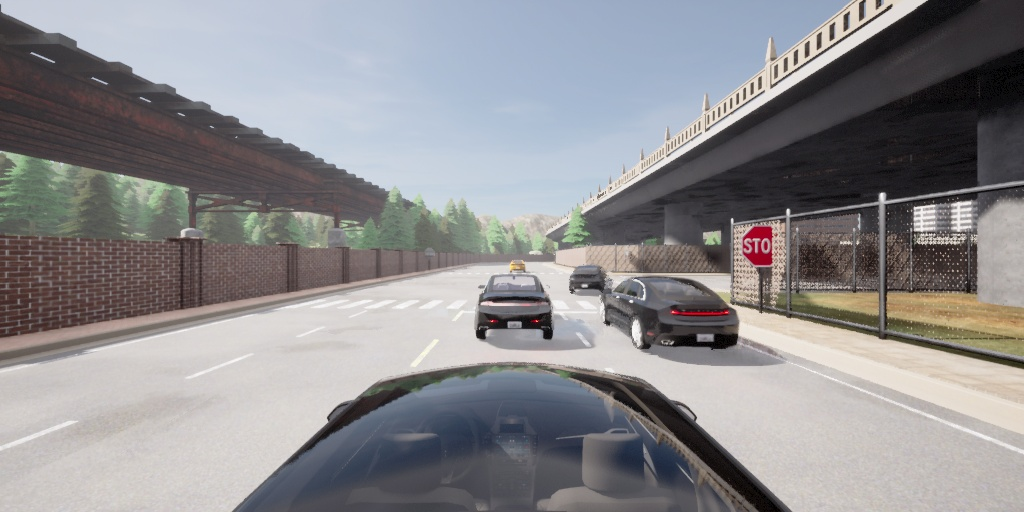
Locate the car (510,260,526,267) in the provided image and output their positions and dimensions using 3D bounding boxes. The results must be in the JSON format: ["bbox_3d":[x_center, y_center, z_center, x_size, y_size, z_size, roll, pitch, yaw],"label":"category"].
[{"bbox_3d":[0.723,1.228,44.740,1.882,1.535,5.008,0,0,1],"label":"car"}]

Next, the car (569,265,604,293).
[{"bbox_3d":[4.527,1.255,20.465,1.837,1.490,4.892,-1,0,20],"label":"car"}]

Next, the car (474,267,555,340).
[{"bbox_3d":[0.057,1.242,10.000,2.128,1.511,4.902,0,0,0],"label":"car"}]

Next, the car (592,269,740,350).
[{"bbox_3d":[3.558,1.255,9.013,1.837,1.490,4.892,0,0,0],"label":"car"}]
